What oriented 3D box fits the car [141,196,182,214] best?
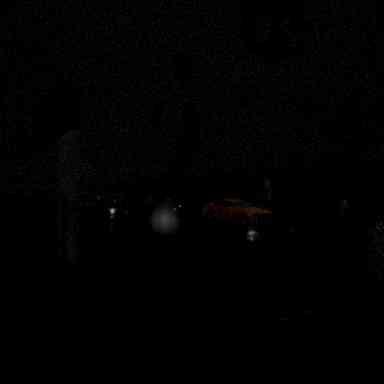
[{"bbox_3d":[-2.703,1.055,28.332,1.812,1.442,4.674,0,1,-35],"label":"car"}]

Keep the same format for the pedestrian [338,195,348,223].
[{"bbox_3d":[9.633,1.082,21.362,0.375,1.860,0.375,2,-1,-36],"label":"pedestrian"}]

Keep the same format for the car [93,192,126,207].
[{"bbox_3d":[-8.976,0.845,37.103,1.837,1.490,4.892,0,1,-36],"label":"car"}]

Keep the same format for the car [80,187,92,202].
[{"bbox_3d":[-16.887,0.328,48.275,2.150,2.045,5.566,0,0,-35],"label":"car"}]

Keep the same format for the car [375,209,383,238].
[{"bbox_3d":[9.763,1.107,13.272,2.150,2.045,5.566,2,1,-2],"label":"car"}]

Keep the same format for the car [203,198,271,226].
[{"bbox_3d":[2.694,1.172,20.789,1.882,1.535,5.008,0,1,-36],"label":"car"}]
